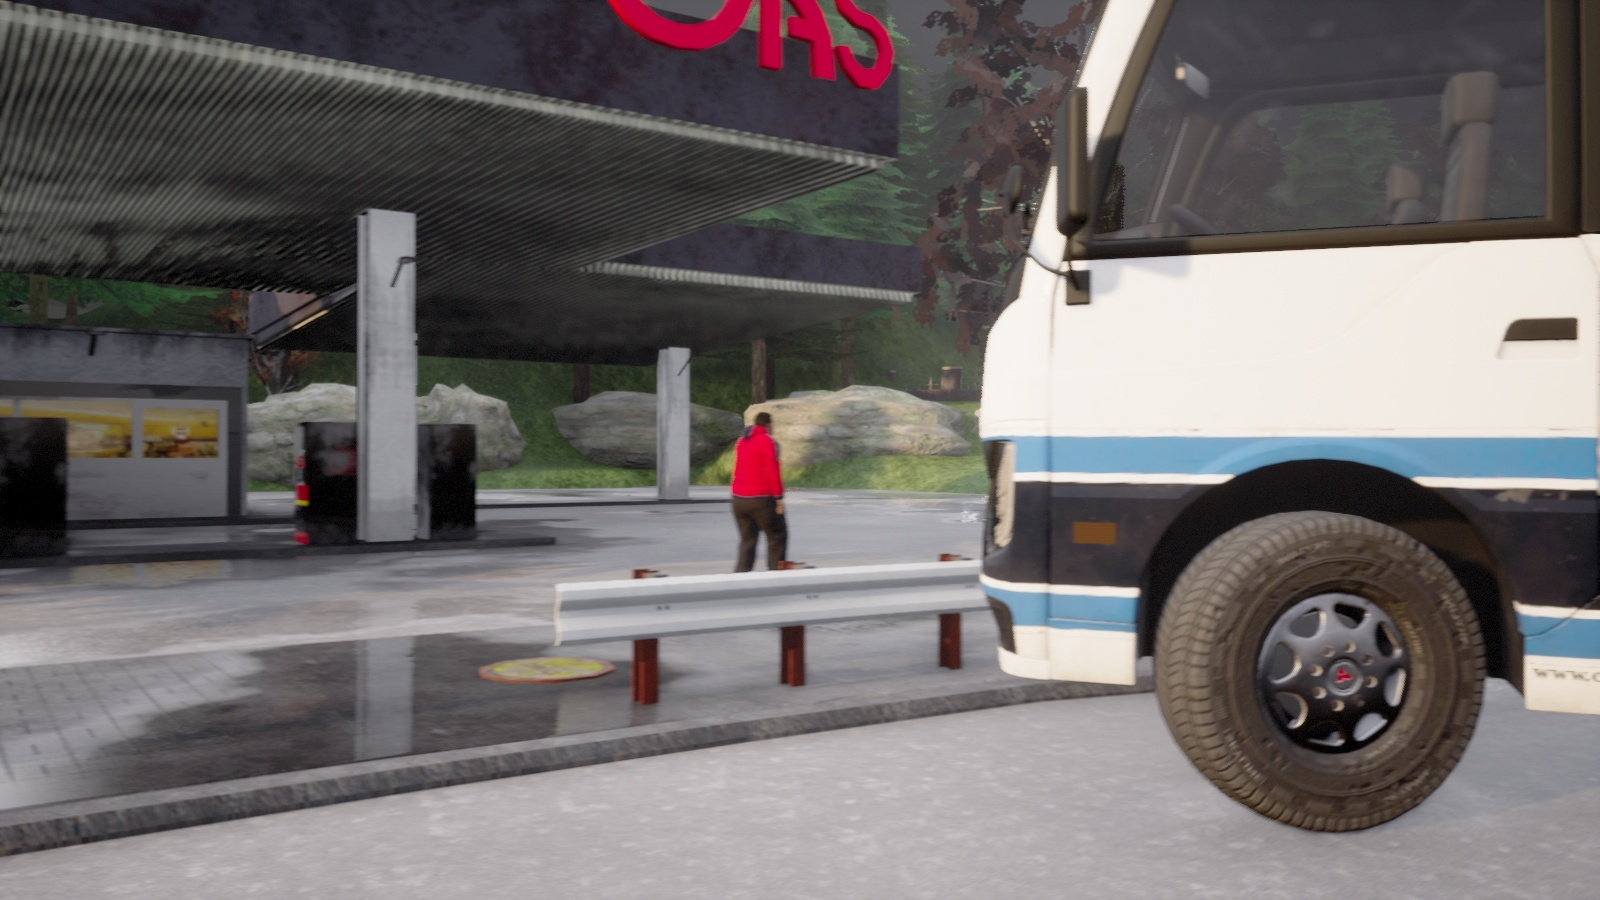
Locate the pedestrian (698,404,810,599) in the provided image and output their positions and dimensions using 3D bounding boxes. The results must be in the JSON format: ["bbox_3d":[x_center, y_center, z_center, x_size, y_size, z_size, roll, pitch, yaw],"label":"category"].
[{"bbox_3d":[-0.455,0.489,12.438,0.899,1.844,0.634,0,0,-38],"label":"pedestrian"}]

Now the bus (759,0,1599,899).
[{"bbox_3d":[5.333,-0.636,5.187,10.273,4.253,3.944,0,0,21],"label":"bus"}]
